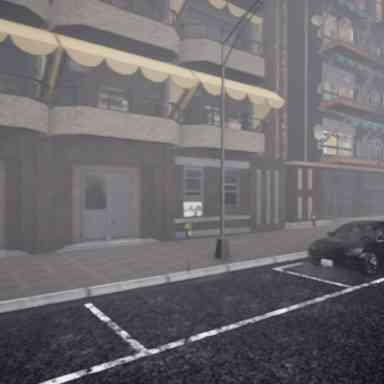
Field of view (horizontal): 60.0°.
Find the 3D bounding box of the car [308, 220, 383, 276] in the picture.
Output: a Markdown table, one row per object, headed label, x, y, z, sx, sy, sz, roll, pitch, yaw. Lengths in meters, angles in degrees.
| label | x | y | z | sx | sy | sz | roll | pitch | yaw |
| --- | --- | --- | --- | --- | --- | --- | --- | --- | --- |
| car | 5.520 | 1.594 | 10.489 | 4.313 | 1.339 | 1.947 | 0 | 0 | -35 |
